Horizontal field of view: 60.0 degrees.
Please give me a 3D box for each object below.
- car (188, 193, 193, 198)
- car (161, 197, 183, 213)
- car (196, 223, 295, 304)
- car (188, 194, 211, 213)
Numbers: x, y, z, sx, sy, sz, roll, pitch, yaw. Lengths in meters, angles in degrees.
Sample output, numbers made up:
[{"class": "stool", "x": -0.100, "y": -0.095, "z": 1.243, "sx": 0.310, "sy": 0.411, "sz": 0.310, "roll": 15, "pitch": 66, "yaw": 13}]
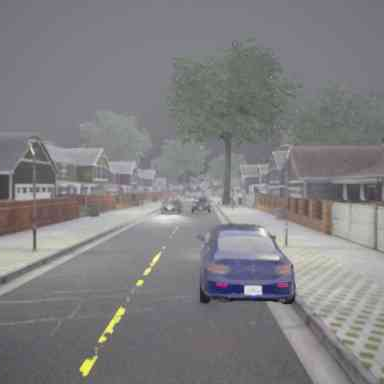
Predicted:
[{"class": "car", "x": -0.085, "y": 0.959, "z": 82.918, "sx": 2.128, "sy": 1.511, "sz": 4.902, "roll": 0, "pitch": 0, "yaw": 2}, {"class": "car", "x": -1.898, "y": 1.232, "z": 32.377, "sx": 2.128, "sy": 1.511, "sz": 4.902, "roll": 0, "pitch": 0, "yaw": 2}, {"class": "car", "x": 1.085, "y": 1.458, "z": 7.861, "sx": 1.812, "sy": 1.442, "sz": 4.674, "roll": 0, "pitch": 0, "yaw": 2}, {"class": "car", "x": 0.923, "y": 1.264, "z": 33.009, "sx": 1.812, "sy": 1.442, "sz": 4.674, "roll": 0, "pitch": 1, "yaw": 3}]
